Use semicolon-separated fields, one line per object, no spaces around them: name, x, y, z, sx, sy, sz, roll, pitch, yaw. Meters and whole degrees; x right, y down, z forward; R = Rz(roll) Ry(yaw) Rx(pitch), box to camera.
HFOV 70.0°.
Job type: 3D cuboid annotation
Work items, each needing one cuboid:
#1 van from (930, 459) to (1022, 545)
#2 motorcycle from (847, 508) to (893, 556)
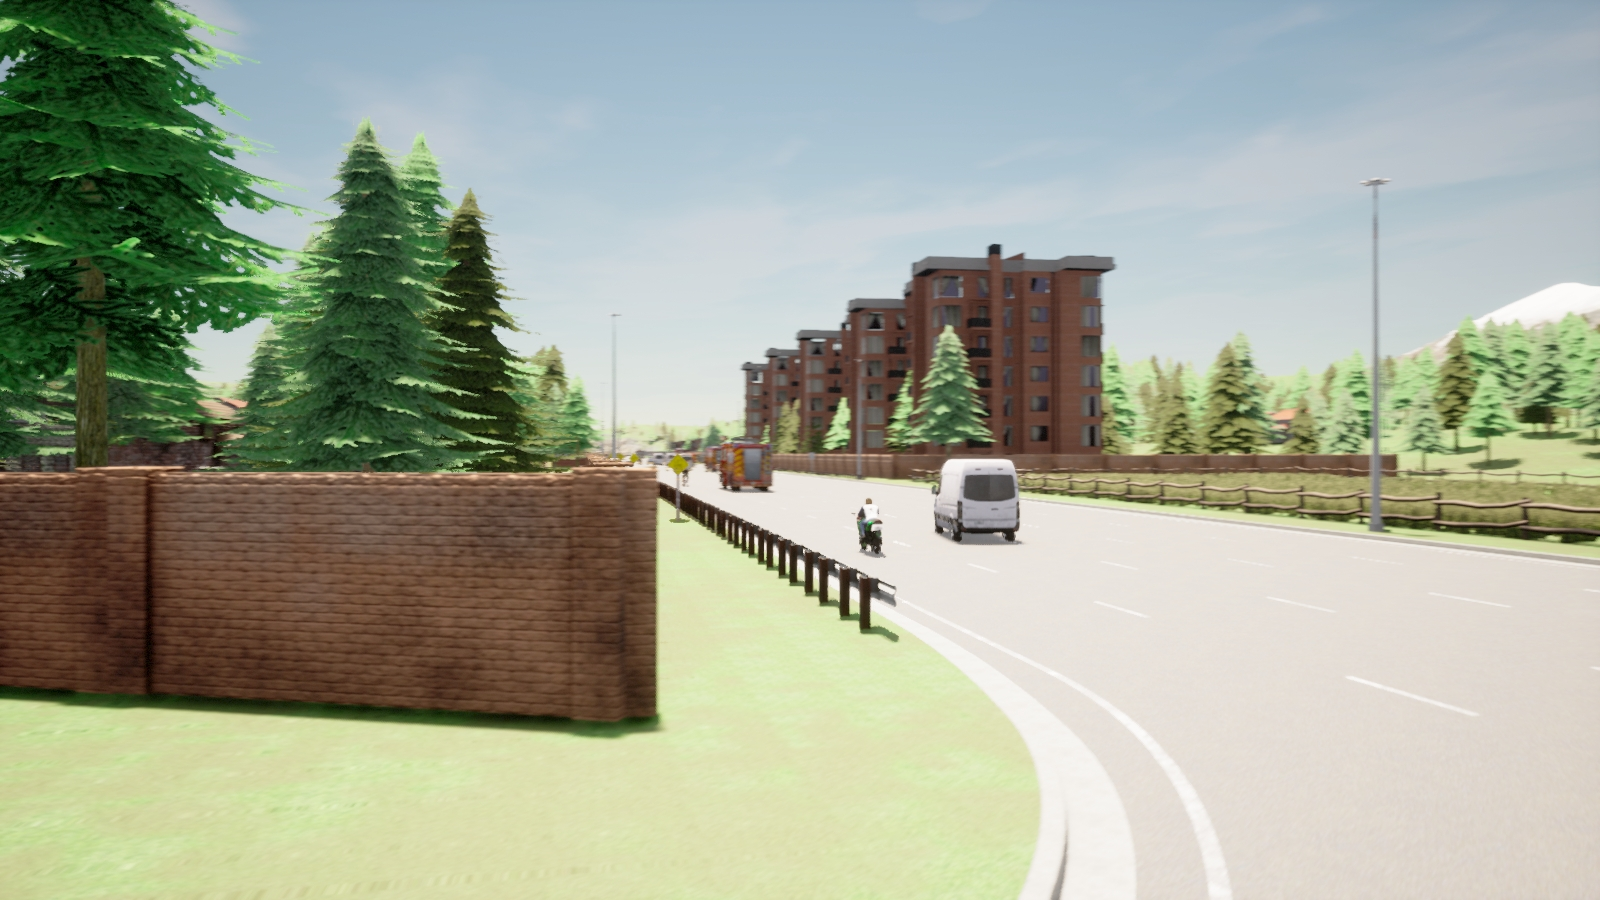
van;5.688;1.589;37.633;1.988;2.561;5.915;0;0;-1
motorcycle;1.922;2.234;31.487;0.803;1.199;2.033;0;-1;-10
